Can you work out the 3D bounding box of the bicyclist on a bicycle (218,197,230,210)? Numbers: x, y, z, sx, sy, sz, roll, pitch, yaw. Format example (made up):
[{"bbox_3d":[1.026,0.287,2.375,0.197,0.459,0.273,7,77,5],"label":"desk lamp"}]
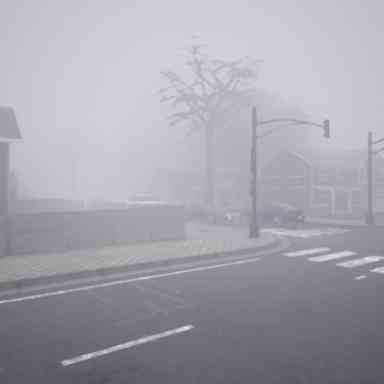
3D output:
[{"bbox_3d":[3.047,1.335,32.000,1.656,1.620,0.582,0,0,-35],"label":"bicyclist on a bicycle"}]

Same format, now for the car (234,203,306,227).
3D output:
[{"bbox_3d":[5.537,1.498,23.398,1.882,1.535,5.008,0,0,-34],"label":"car"}]

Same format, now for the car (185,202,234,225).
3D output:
[{"bbox_3d":[1.140,1.520,24.557,2.128,1.511,4.902,0,0,-35],"label":"car"}]

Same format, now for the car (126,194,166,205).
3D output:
[{"bbox_3d":[-4.581,1.267,32.646,2.150,2.045,5.566,0,0,-35],"label":"car"}]

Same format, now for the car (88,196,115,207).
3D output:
[{"bbox_3d":[-10.701,1.612,41.308,2.033,1.411,5.357,0,0,-35],"label":"car"}]
